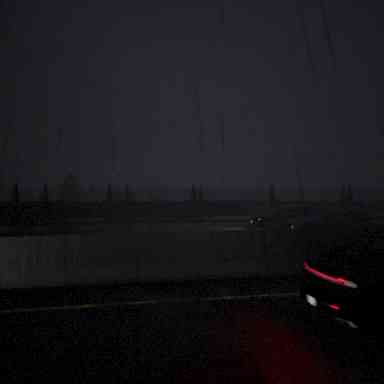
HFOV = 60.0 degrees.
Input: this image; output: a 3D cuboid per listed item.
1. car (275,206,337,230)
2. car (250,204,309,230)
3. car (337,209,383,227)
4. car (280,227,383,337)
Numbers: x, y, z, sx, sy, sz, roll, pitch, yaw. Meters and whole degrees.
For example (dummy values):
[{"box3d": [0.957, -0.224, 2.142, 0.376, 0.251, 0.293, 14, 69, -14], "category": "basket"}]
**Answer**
[{"box3d": [7.270, 1.572, 16.798, 5.357, 1.411, 2.033, 0, 0, -5], "category": "car"}, {"box3d": [5.983, 1.531, 20.115, 4.892, 1.490, 1.837, 0, 0, -5], "category": "car"}, {"box3d": [8.822, 1.515, 13.350, 4.902, 1.511, 2.128, 0, 0, -4], "category": "car"}, {"box3d": [4.282, 1.502, 5.635, 4.902, 1.511, 2.128, 0, 0, -9], "category": "car"}]
